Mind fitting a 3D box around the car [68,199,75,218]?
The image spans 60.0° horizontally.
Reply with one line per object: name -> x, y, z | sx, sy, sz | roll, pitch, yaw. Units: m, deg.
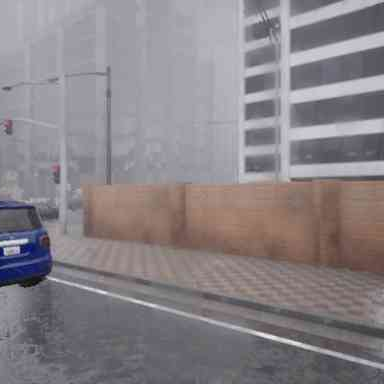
car -> -11.381, 1.522, 24.472 | 1.812, 1.442, 4.674 | 0, 0, 35

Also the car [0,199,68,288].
car -> -5.641, 1.221, 7.989 | 5.566, 2.045, 2.150 | 0, 0, 36

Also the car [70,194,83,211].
car -> -13.232, 1.216, 39.947 | 2.150, 2.045, 5.566 | 0, 0, 36
